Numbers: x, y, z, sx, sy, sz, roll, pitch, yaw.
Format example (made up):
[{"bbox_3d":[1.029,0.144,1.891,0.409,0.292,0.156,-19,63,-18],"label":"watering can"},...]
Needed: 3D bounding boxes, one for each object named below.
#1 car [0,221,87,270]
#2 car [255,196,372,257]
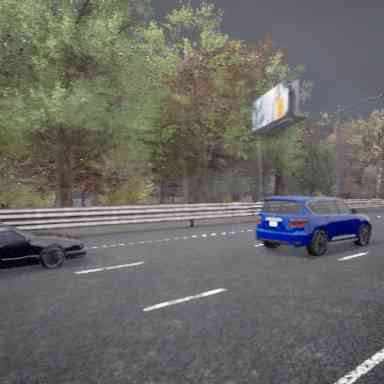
[{"bbox_3d":[-5.723,1.470,8.951,5.357,1.411,2.033,0,0,-39],"label":"car"},{"bbox_3d":[4.850,1.167,12.964,5.566,2.045,2.150,0,0,-39],"label":"car"}]
